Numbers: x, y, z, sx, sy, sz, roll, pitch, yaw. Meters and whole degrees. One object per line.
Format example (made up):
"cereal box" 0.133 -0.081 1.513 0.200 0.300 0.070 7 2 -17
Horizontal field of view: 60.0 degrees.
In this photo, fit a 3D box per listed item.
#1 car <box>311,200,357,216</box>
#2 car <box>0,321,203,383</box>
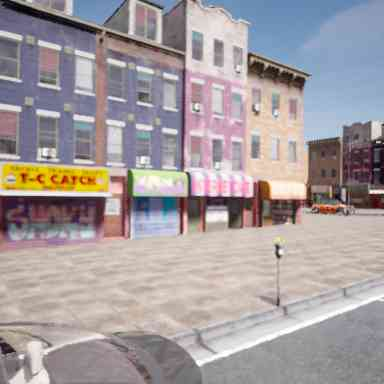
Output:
"car" 15.443 1.642 36.332 2.097 1.767 4.553 1 -2 -35
"car" -1.850 1.547 1.483 4.403 1.369 2.008 1 0 -35
